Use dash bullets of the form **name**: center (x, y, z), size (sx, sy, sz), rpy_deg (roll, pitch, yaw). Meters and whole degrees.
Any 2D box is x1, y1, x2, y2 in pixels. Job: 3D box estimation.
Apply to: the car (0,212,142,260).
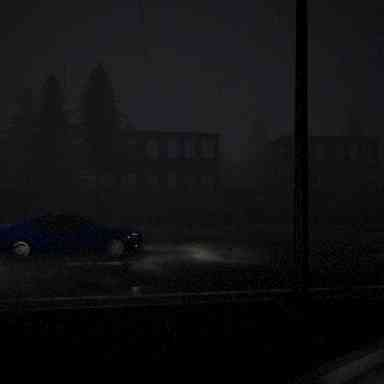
- **car**: center (-4.319, 1.486, 12.013), size (5.008, 1.535, 1.882), rpy_deg (0, 0, -7)
